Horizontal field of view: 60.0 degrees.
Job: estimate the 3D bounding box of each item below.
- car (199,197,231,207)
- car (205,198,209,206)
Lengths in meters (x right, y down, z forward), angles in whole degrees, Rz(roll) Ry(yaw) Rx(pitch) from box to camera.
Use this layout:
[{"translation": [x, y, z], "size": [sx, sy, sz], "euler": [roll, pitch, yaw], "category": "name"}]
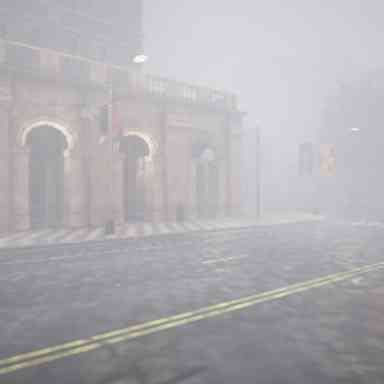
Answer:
[{"translation": [3.568, 1.553, 52.529], "size": [2.033, 1.411, 5.357], "euler": [0, 0, -36], "category": "car"}, {"translation": [1.186, 1.600, 50.437], "size": [1.895, 1.301, 4.718], "euler": [0, 0, -36], "category": "car"}]
